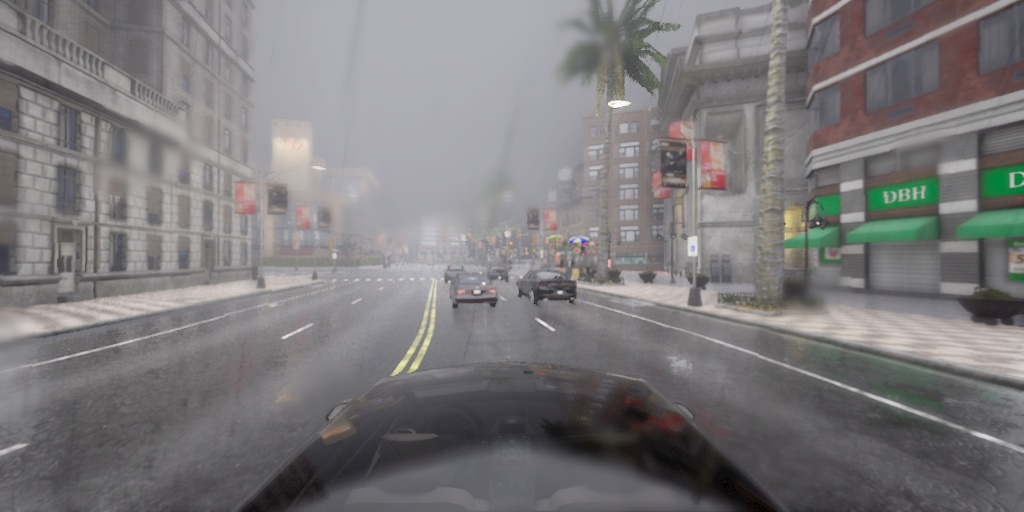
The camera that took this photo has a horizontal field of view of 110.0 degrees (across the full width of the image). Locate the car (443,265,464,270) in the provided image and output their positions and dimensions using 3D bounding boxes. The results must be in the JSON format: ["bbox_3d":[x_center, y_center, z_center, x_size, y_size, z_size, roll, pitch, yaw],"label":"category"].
[{"bbox_3d":[-4.918,1.528,31.087,2.128,1.511,4.902,0,0,-11],"label":"car"}]

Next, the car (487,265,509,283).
[{"bbox_3d":[-1.490,1.544,31.796,1.837,1.490,4.892,0,0,-11],"label":"car"}]

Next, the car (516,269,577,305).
[{"bbox_3d":[1.504,1.373,17.287,1.882,1.535,5.008,0,0,-11],"label":"car"}]

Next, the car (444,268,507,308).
[{"bbox_3d":[-1.830,1.436,16.094,2.033,1.411,5.357,0,-1,-12],"label":"car"}]
